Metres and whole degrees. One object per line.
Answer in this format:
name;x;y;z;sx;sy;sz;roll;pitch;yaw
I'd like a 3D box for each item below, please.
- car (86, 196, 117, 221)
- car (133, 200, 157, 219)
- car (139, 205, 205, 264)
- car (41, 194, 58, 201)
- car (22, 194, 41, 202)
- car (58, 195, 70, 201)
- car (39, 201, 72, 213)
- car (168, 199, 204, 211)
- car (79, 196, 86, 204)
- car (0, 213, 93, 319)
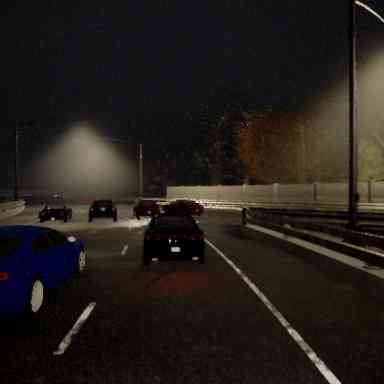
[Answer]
car;-7.159;1.335;26.898;2.097;1.767;4.553;0;0;-14
car;-3.989;1.446;28.703;1.882;1.535;5.008;0;0;-14
car;-0.717;1.461;11.816;1.882;1.535;5.008;0;0;-6
car;-32.083;1.397;73.154;2.033;1.411;5.357;0;0;-44
car;-34.670;1.411;70.796;2.033;1.411;5.357;0;0;-44
car;-29.497;1.367;75.513;2.128;1.511;4.902;0;0;-44
car;-10.377;1.598;25.629;1.895;1.301;4.718;0;0;-14
car;-0.954;1.427;30.362;1.882;1.535;5.008;-1;0;-35
car;-20.053;1.444;63.451;1.882;1.535;5.008;0;0;-35
car;-3.836;1.480;7.414;1.882;1.535;5.008;0;0;-3
